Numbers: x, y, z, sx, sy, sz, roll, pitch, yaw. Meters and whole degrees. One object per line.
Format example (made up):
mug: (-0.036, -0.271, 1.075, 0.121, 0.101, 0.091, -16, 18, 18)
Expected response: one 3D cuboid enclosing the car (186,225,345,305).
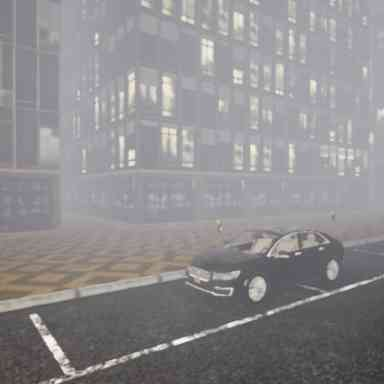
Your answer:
car: (1.890, 1.514, 7.905, 4.403, 1.369, 2.008, 0, 1, -36)
